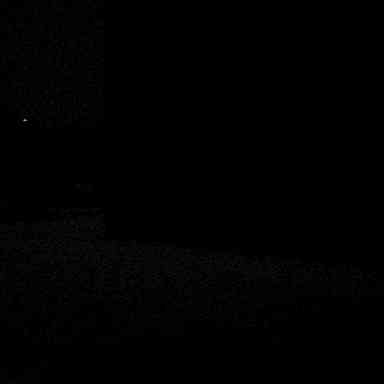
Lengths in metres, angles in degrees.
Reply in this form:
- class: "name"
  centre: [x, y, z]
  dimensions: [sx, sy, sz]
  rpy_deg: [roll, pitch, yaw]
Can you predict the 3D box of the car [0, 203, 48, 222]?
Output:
- class: "car"
  centre: [-13.069, 1.588, 24.090]
  dimensions: [1.895, 1.301, 4.718]
  rpy_deg: [0, 0, 35]
